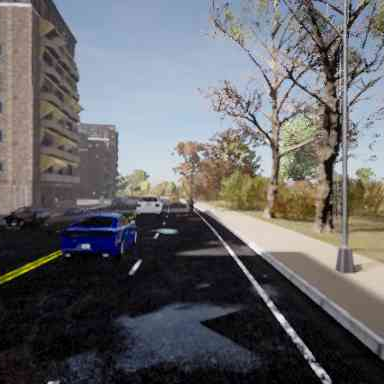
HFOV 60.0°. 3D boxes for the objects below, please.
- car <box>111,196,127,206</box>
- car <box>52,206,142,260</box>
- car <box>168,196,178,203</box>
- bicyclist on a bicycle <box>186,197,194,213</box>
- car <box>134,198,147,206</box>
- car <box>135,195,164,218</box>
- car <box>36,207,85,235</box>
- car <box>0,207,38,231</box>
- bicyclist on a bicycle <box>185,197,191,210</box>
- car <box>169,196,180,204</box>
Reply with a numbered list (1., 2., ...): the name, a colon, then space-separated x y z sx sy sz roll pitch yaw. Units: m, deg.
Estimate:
1. car: -12.129 1.545 55.388 2.097 1.767 4.553 0 0 -4
2. car: -3.302 1.524 12.671 1.882 1.535 5.008 0 0 -1
3. car: -4.526 1.764 78.427 2.128 1.511 4.902 0 0 -7
4. bicyclist on a bicycle: -0.003 1.564 34.210 0.582 1.620 1.656 0 0 -3
5. car: -9.255 1.803 60.302 1.895 1.301 4.718 0 0 -4
6. car: -3.915 1.328 31.354 2.150 2.045 5.566 0 0 -3
7. car: -6.917 1.620 19.684 2.033 1.411 5.357 0 0 -2
8. car: -10.216 1.645 20.964 1.994 1.385 4.181 0 0 -2
9. bicyclist on a bicycle: -0.575 1.512 44.136 0.659 1.776 1.843 0 0 -4
10. car: -3.504 1.695 69.101 1.882 1.535 5.008 0 0 -5
